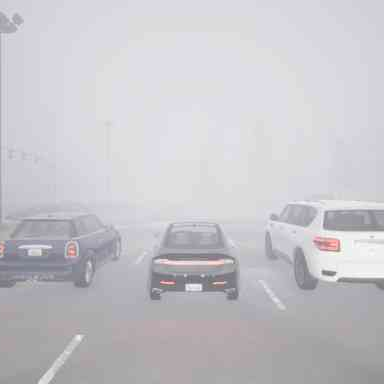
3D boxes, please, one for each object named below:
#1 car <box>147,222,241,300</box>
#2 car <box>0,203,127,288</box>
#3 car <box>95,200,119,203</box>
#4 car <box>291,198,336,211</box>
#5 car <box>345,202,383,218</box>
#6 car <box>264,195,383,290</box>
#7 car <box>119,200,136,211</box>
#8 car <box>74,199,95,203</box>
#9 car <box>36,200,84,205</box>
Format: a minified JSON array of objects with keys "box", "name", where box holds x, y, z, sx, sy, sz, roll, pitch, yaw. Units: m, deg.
[{"box":[0.054,1.492,8.362,2.128,1.511,4.902,0,0,1],"name":"car"},{"box":[-3.439,1.352,9.443,2.097,1.767,4.553,0,0,0],"name":"car"},{"box":[-10.498,1.564,36.695,4.181,1.385,1.994,0,0,-13],"name":"car"},{"box":[14.740,1.505,40.515,4.892,1.490,1.837,0,0,-4],"name":"car"},{"box":[16.671,1.601,30.128,4.718,1.301,1.895,0,0,-3],"name":"car"},{"box":[3.557,1.221,9.218,2.150,2.045,5.566,0,0,0],"name":"car"},{"box":[-9.212,1.601,40.627,4.718,1.301,1.895,0,0,-12],"name":"car"},{"box":[-12.412,1.477,32.658,5.008,1.535,1.882,0,0,-14],"name":"car"},{"box":[-11.369,1.547,25.744,5.357,1.411,2.033,0,0,-15],"name":"car"}]
